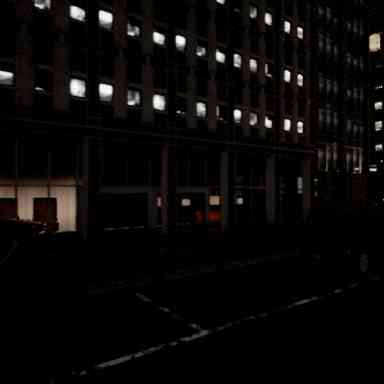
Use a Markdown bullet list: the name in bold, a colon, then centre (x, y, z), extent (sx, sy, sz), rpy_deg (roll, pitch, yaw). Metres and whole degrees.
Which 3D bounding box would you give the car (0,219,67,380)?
- **car**: centre (-4.027, 1.324, 3.681), extent (5.009, 1.841, 2.192), rpy_deg (0, 1, -35)

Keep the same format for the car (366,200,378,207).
- **car**: centre (21.392, 1.197, 43.013), extent (1.752, 1.417, 4.829), rpy_deg (0, 0, -36)

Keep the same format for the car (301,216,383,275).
- **car**: centre (5.238, 1.480, 10.288), extent (4.507, 1.381, 1.887), rpy_deg (0, 1, -35)
